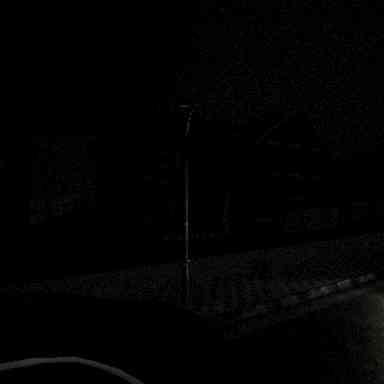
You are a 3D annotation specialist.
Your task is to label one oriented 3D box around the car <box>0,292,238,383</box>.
[{"bbox_3d":[-1.892,1.490,1.713,4.902,1.511,2.128,0,0,-36],"label":"car"}]
